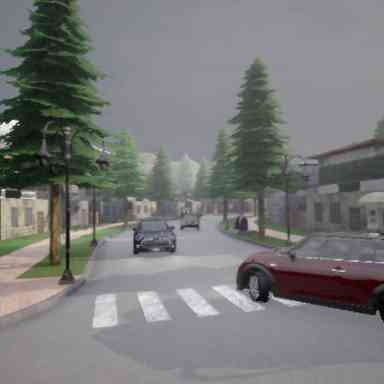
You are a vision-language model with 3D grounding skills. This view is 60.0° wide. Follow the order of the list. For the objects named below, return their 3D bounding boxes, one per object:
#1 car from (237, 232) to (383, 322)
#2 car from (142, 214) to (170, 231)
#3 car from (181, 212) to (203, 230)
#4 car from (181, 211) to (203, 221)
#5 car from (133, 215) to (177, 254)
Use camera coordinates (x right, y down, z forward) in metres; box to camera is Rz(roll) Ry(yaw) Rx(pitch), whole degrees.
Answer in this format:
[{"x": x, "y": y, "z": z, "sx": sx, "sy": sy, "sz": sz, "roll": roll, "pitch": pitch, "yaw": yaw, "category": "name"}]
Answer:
[{"x": 3.234, "y": 1.699, "z": 7.669, "sx": 2.097, "sy": 1.767, "sz": 4.553, "roll": 4, "pitch": -6, "yaw": -44, "category": "car"}, {"x": -3.522, "y": 3.027, "z": 33.444, "sx": 2.033, "sy": 1.411, "sz": 5.357, "roll": -1, "pitch": -2, "yaw": 2, "category": "car"}, {"x": -0.067, "y": 2.957, "z": 33.040, "sx": 2.033, "sy": 1.411, "sz": 5.357, "roll": -1, "pitch": -2, "yaw": 3, "category": "car"}, {"x": 0.069, "y": 3.768, "z": 52.184, "sx": 1.895, "sy": 1.301, "sz": 4.718, "roll": -2, "pitch": -2, "yaw": 20, "category": "car"}, {"x": -2.085, "y": 2.227, "z": 17.921, "sx": 2.097, "sy": 1.767, "sz": 4.553, "roll": -1, "pitch": -2, "yaw": -10, "category": "car"}]
